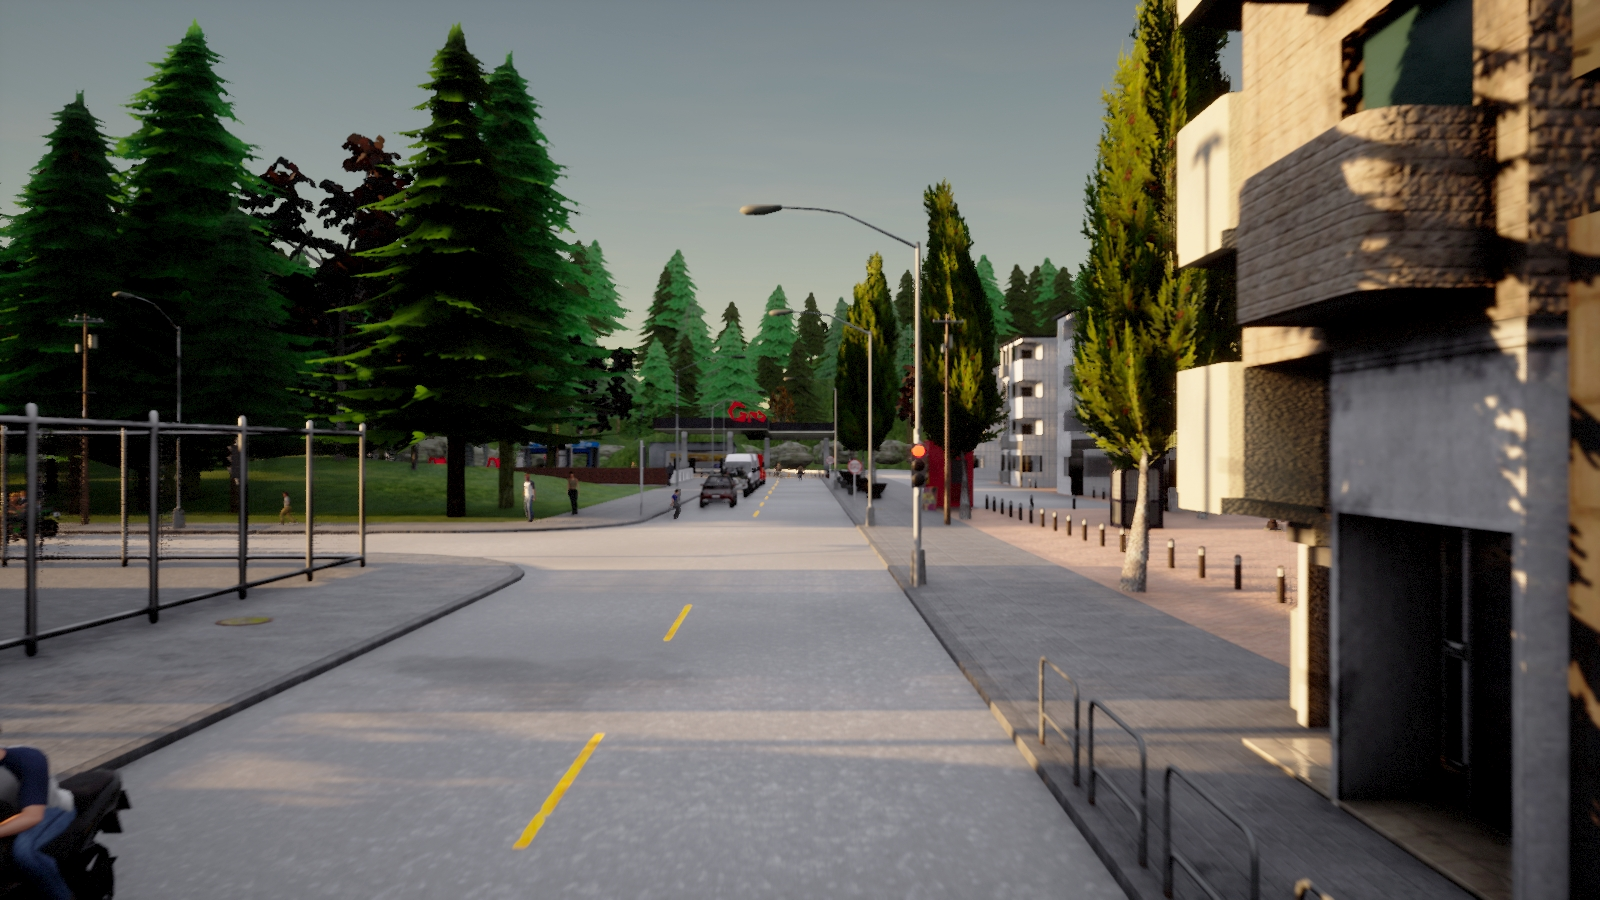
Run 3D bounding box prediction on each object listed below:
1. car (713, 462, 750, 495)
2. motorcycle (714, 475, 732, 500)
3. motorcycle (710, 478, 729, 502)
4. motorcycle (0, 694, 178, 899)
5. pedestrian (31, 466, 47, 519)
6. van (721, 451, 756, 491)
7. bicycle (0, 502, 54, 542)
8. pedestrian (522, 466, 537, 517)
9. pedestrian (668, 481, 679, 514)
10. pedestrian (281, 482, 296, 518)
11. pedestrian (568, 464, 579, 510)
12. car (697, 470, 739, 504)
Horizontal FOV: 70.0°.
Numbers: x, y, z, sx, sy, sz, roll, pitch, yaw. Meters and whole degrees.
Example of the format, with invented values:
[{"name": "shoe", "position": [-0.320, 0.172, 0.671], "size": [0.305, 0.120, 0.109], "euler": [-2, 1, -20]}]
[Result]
[{"name": "car", "position": [-4.058, 1.644, 68.253], "size": [1.932, 1.855, 4.605], "euler": [0, 0, 0]}, {"name": "motorcycle", "position": [-3.999, 1.962, 59.420], "size": [0.856, 1.236, 1.805], "euler": [0, 0, 0]}, {"name": "motorcycle", "position": [-4.028, 1.993, 57.428], "size": [0.803, 1.145, 2.033], "euler": [0, 0, 0]}, {"name": "motorcycle", "position": [-4.020, 1.993, 5.629], "size": [0.803, 1.145, 2.033], "euler": [0, 0, 0]}, {"name": "pedestrian", "position": [-27.303, 1.525, 40.985], "size": [0.375, 1.860, 0.375], "euler": [0, 0, 36]}, {"name": "van", "position": [-4.005, 1.315, 75.320], "size": [1.988, 2.561, 5.915], "euler": [0, 0, 0]}, {"name": "bicycle", "position": [-22.168, 2.036, 32.365], "size": [1.487, 1.080, 0.859], "euler": [0, 0, 0]}, {"name": "pedestrian", "position": [-9.997, 1.524, 42.189], "size": [0.375, 1.860, 0.375], "euler": [0, 0, 30]}, {"name": "pedestrian", "position": [-5.094, 1.909, 46.011], "size": [0.375, 1.300, 0.375], "euler": [0, 0, 12]}, {"name": "pedestrian", "position": [-18.545, 1.806, 41.413], "size": [0.375, 1.300, 0.375], "euler": [0, 0, -3]}, {"name": "pedestrian", "position": [-9.302, 1.526, 46.967], "size": [0.375, 1.860, 0.375], "euler": [0, 0, 1]}, {"name": "car", "position": [-4.010, 1.806, 56.466], "size": [1.789, 1.549, 3.705], "euler": [0, 0, 0]}]
